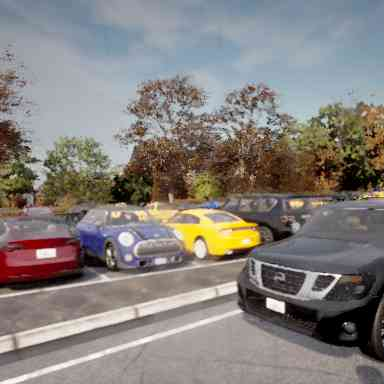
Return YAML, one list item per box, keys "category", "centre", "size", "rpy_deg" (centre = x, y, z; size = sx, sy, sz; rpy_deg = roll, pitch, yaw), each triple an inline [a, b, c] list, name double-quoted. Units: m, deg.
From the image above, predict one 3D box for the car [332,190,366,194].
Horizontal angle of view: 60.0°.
- category: "car"
  centre: [17.634, 0.859, 40.251]
  size: [2.435, 2.045, 5.566]
  rpy_deg: [-2, 0, -35]

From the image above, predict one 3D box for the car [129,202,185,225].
- category: "car"
  centre: [-2.885, 1.577, 26.047]
  size: [1.946, 1.575, 5.366]
  rpy_deg: [0, -1, -35]

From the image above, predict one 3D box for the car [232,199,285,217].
- category: "car"
  centre: [6.358, 1.457, 32.294]
  size: [2.231, 1.521, 4.892]
  rpy_deg: [-1, 0, -35]

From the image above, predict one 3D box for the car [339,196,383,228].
- category: "car"
  centre: [11.636, 1.167, 19.993]
  size: [2.185, 1.767, 4.553]
  rpy_deg: [-1, 0, -35]

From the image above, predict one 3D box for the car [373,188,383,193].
- category: "car"
  centre: [22.202, 0.787, 43.457]
  size: [2.185, 1.767, 4.553]
  rpy_deg: [-3, 1, -35]

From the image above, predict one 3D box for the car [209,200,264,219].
- category: "car"
  centre: [3.969, 1.502, 30.619]
  size: [2.097, 1.535, 5.008]
  rpy_deg: [-1, 0, -35]

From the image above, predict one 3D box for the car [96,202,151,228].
- category: "car"
  centre: [-5.174, 1.581, 24.443]
  size: [1.946, 1.575, 5.366]
  rpy_deg: [0, -1, -35]

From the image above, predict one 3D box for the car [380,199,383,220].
- category: "car"
  centre: [16.169, 1.226, 23.243]
  size: [2.163, 1.488, 4.792]
  rpy_deg: [-2, 0, -35]

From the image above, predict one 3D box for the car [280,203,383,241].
- category: "car"
  centre: [7.067, 1.386, 16.789]
  size: [2.163, 1.488, 4.792]
  rpy_deg: [-1, 0, -35]

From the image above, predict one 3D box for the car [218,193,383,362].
- category: "car"
  centre: [3.371, 1.137, 6.125]
  size: [5.566, 2.045, 2.150]
  rpy_deg: [-1, 0, -36]

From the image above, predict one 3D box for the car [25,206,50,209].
- category: "car"
  centre: [-9.741, 1.600, 21.019]
  size: [2.002, 1.452, 4.674]
  rpy_deg: [1, -1, -35]

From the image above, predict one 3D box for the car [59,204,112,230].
- category: "car"
  centre: [-7.371, 1.606, 22.711]
  size: [2.163, 1.488, 4.792]
  rpy_deg: [0, -1, -35]

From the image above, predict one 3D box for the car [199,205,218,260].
- category: "car"
  centre: [0.205, 1.369, 12.010]
  size: [2.097, 1.535, 5.008]
  rpy_deg: [0, -1, -35]

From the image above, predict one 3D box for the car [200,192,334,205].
- category: "car"
  centre: [2.472, 1.124, 13.644]
  size: [2.435, 2.045, 5.566]
  rpy_deg: [0, -1, -35]

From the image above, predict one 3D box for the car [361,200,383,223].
- category: "car"
  centre: [13.920, 1.278, 21.594]
  size: [2.163, 1.488, 4.792]
  rpy_deg: [-1, 0, -35]

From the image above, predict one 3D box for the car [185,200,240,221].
- category: "car"
  centre: [1.684, 1.537, 29.018]
  size: [2.097, 1.535, 5.008]
  rpy_deg: [-1, 0, -35]

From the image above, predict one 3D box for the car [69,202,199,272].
- category: "car"
  centre: [-2.092, 1.229, 10.447]
  size: [2.185, 1.767, 4.553]
  rpy_deg: [0, -1, -35]

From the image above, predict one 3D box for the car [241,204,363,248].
- category: "car"
  centre: [4.778, 1.372, 15.213]
  size: [2.231, 1.521, 4.892]
  rpy_deg: [0, -1, -35]

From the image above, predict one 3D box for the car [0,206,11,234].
- category: "car"
  centre: [-12.021, 1.578, 19.420]
  size: [2.002, 1.452, 4.674]
  rpy_deg: [1, -1, -35]

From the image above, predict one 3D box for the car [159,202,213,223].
- category: "car"
  centre: [-0.587, 1.593, 27.395]
  size: [2.163, 1.488, 4.792]
  rpy_deg: [0, -1, -35]

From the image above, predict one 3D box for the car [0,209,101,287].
- category: "car"
  centre: [-4.372, 1.363, 8.844]
  size: [2.163, 1.488, 4.792]
  rpy_deg: [1, -1, -35]
